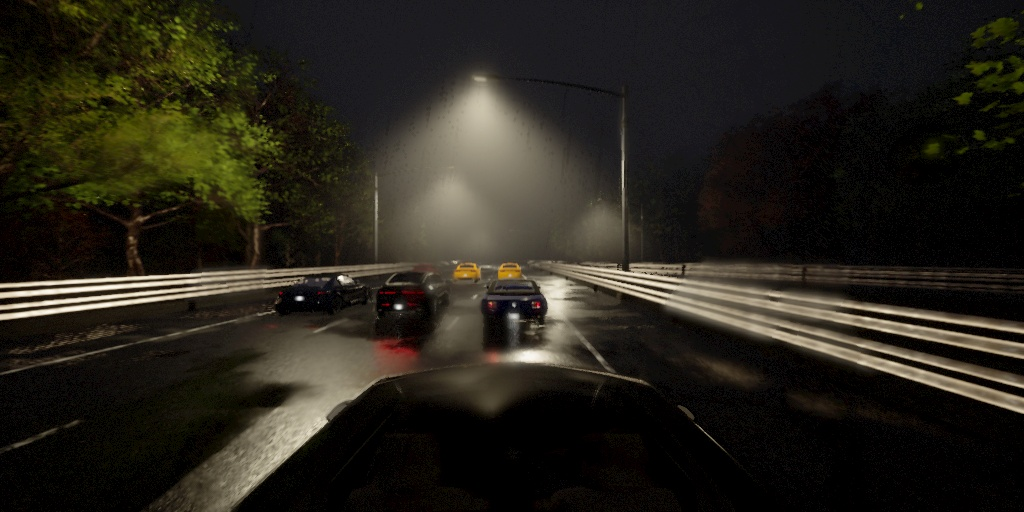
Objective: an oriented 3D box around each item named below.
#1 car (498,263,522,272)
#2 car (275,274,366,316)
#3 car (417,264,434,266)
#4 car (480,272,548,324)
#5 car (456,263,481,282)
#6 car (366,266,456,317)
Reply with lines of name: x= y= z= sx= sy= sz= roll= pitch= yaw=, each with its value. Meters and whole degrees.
car: x=-0.188 y=1.365 z=30.421 sx=1.882 sy=1.535 sz=5.008 roll=0 pitch=0 yaw=-1
car: x=-6.963 y=1.369 z=13.734 sx=1.994 sy=1.385 sz=4.181 roll=0 pitch=0 yaw=0
car: x=-7.181 y=1.413 z=29.908 sx=1.812 sy=1.442 sz=4.674 roll=0 pitch=0 yaw=-1
car: x=0.054 y=1.396 z=12.157 sx=1.895 sy=1.301 sz=4.718 roll=0 pitch=0 yaw=0
car: x=-3.691 y=1.367 z=30.506 sx=1.882 sy=1.535 sz=5.008 roll=0 pitch=0 yaw=-1
car: x=-3.458 y=1.307 z=13.329 sx=1.837 sy=1.490 sz=4.892 roll=0 pitch=0 yaw=0
